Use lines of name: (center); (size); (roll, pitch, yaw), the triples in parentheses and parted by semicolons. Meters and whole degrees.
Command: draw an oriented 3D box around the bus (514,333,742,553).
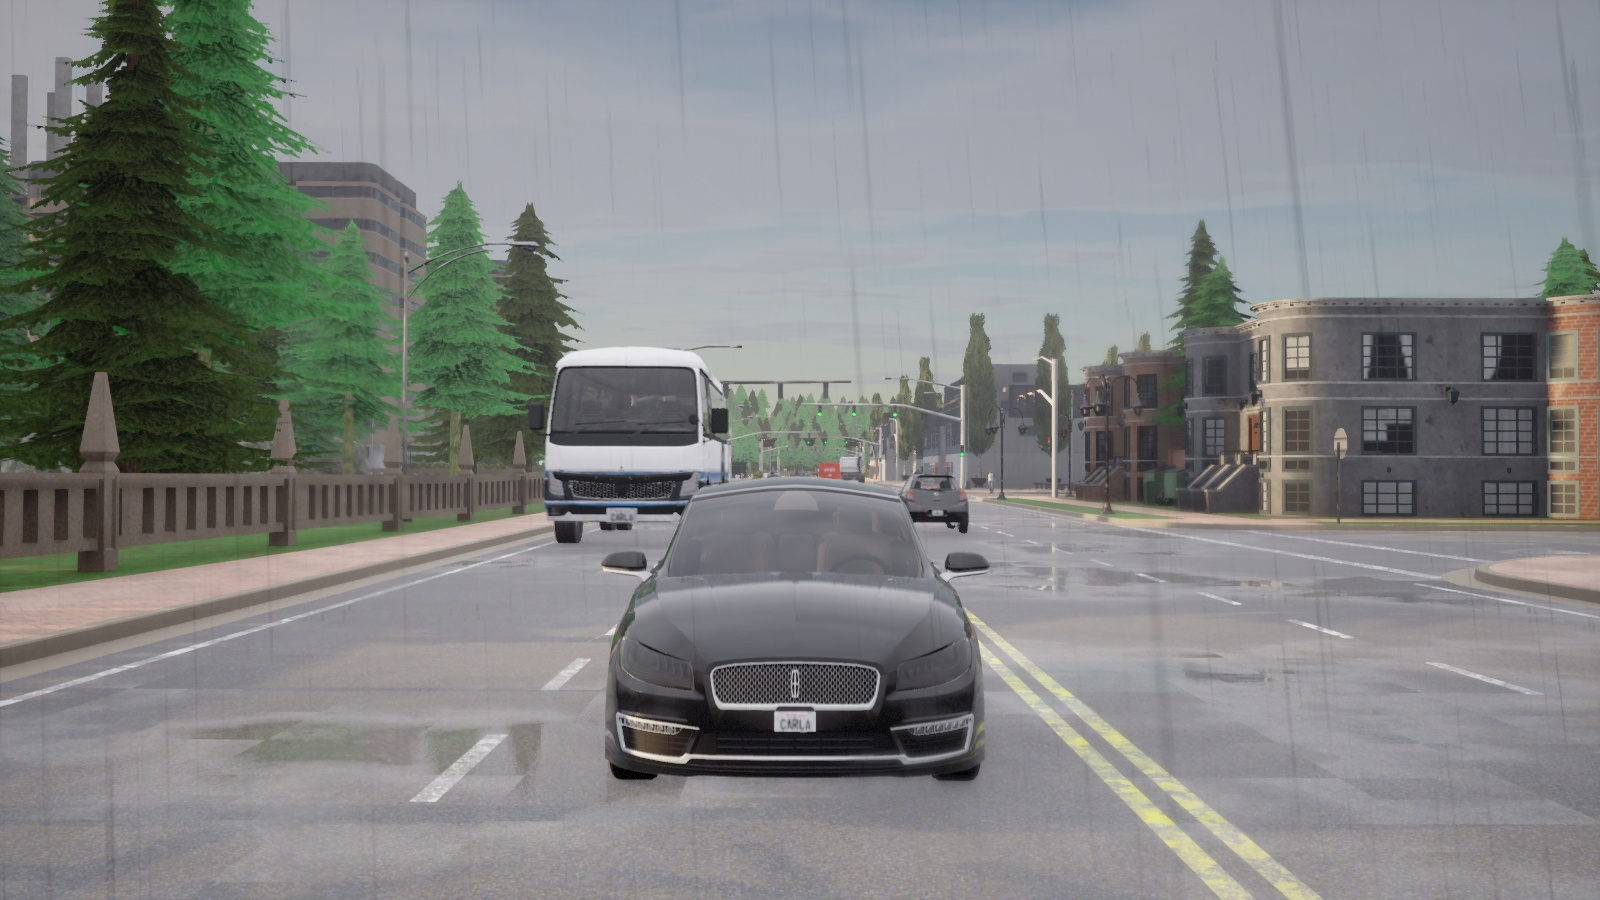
bus: (-3.574, -0.054, 29.476); (3.944, 4.253, 10.273); (0, -1, 0)

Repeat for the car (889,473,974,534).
car: (3.423, 1.370, 33.169); (1.845, 1.501, 3.633); (0, -1, 0)

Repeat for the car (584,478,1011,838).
car: (-0.018, 0.950, 7.866); (1.837, 1.490, 4.892); (0, -1, 0)
